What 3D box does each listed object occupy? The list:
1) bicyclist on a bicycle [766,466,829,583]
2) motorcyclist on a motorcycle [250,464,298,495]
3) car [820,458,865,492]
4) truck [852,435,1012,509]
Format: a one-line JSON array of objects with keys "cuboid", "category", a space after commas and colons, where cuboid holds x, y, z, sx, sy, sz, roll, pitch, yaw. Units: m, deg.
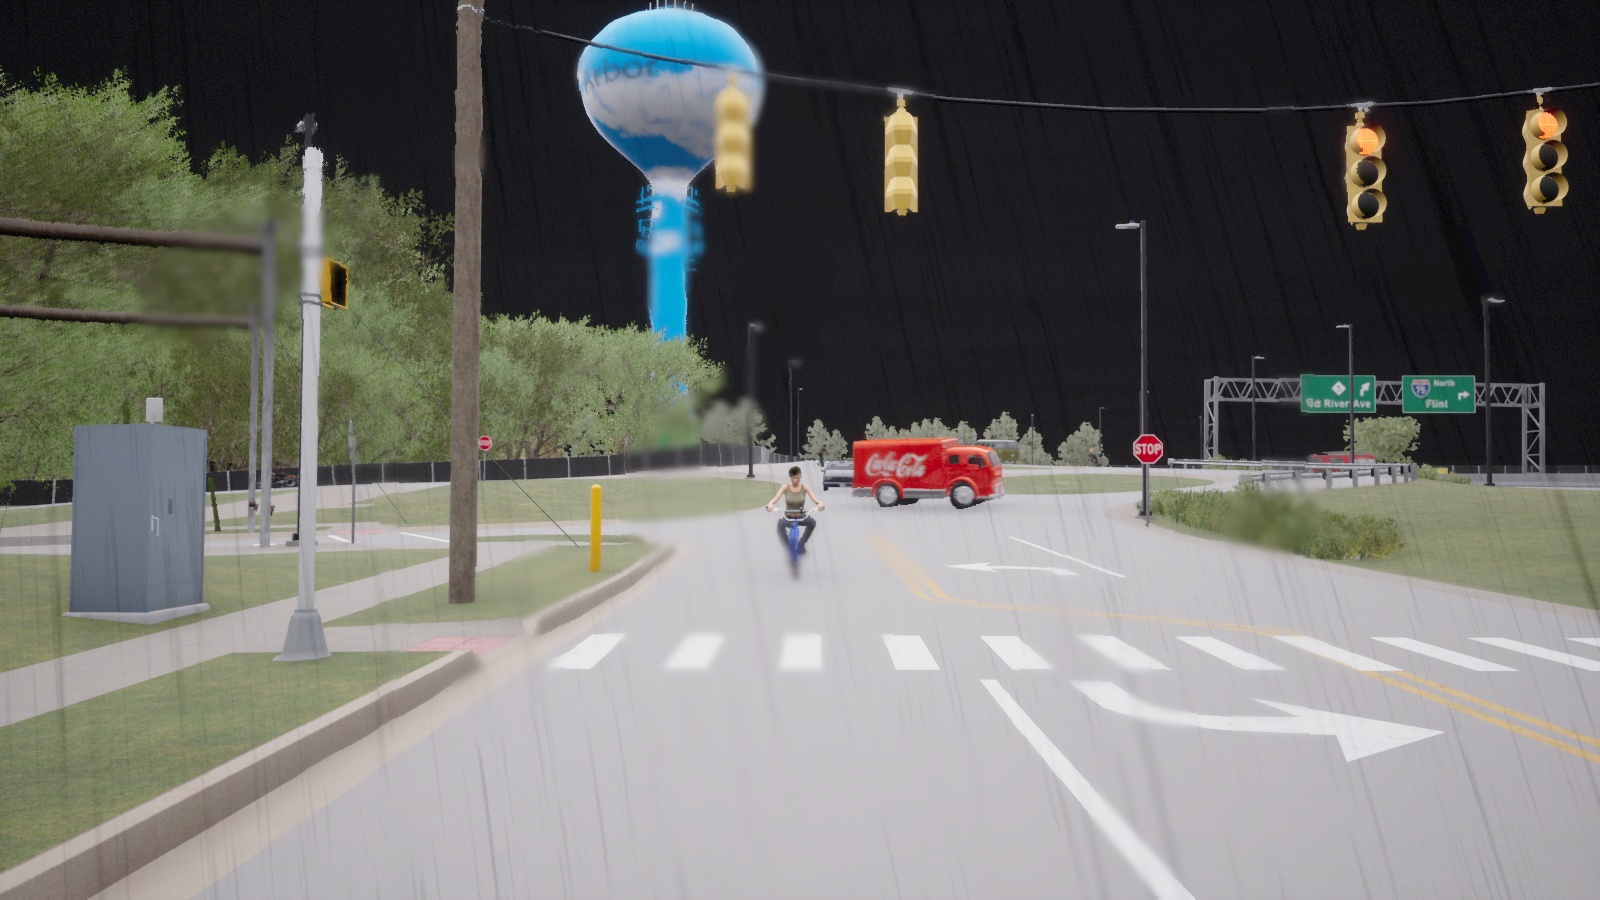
[{"cuboid": [-0.057, 1.042, 18.196, 0.866, 1.612, 1.509, 0, -1, -2], "category": "bicyclist on a bicycle"}, {"cuboid": [-30.564, 1.715, 73.028, 2.350, 1.649, 0.766, -4, 1, -39], "category": "motorcyclist on a motorcycle"}, {"cuboid": [2.007, 1.163, 59.870, 2.033, 1.411, 5.357, 0, 1, 1], "category": "car"}, {"cuboid": [4.824, 0.786, 45.761, 5.204, 2.467, 2.627, -1, 3, 22], "category": "truck"}]
